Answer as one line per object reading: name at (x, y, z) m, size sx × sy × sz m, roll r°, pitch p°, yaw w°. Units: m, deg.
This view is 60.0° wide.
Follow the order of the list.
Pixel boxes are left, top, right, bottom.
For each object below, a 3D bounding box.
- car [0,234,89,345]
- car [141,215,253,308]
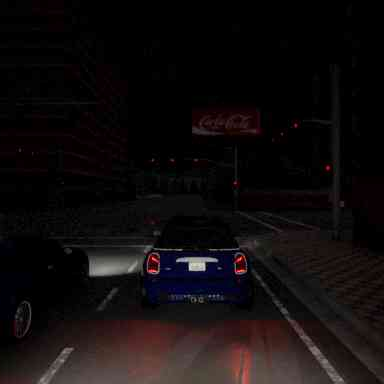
car at (-3.420, 1.526, 6.263) m, size 1.812 × 1.442 × 4.674 m, roll 0°, pitch 0°, yaw 0°
car at (0.086, 1.352, 8.058) m, size 2.097 × 1.767 × 4.553 m, roll 0°, pitch 0°, yaw 0°
